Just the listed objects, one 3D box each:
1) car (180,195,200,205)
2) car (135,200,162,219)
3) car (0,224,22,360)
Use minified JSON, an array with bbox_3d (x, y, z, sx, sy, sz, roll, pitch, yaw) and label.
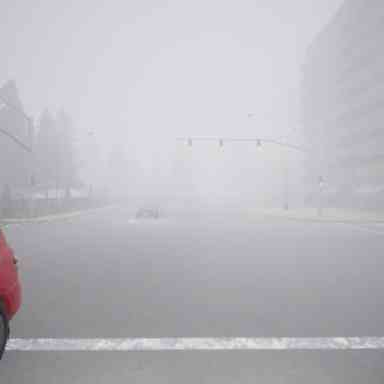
[{"bbox_3d":[-0.229,1.242,52.144,2.128,1.511,4.902,0,0,22],"label":"car"},{"bbox_3d":[-3.482,1.403,27.346,1.812,1.442,4.674,0,0,0],"label":"car"},{"bbox_3d":[-3.499,1.212,2.492,2.150,2.045,5.566,0,0,0],"label":"car"}]
